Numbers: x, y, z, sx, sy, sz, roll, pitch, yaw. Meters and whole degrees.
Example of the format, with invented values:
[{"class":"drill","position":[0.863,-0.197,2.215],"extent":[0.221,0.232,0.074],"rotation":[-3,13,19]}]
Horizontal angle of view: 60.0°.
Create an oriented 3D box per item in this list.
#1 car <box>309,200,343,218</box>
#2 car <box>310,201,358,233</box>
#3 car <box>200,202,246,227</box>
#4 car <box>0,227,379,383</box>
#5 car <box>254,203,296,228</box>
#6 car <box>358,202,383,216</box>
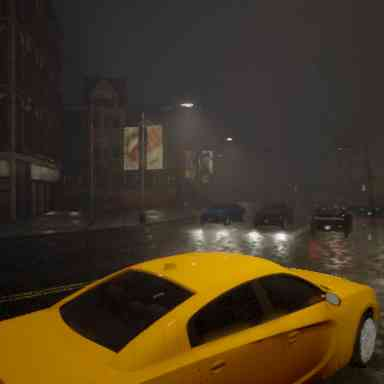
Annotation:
[{"class":"car","position":[12.642,1.530,31.785],"extent":[2.033,1.411,5.357],"rotation":[0,0,11]},{"class":"car","position":[7.669,1.483,18.156],"extent":[2.128,1.511,4.902],"rotation":[0,0,28]},{"class":"car","position":[2.251,1.460,23.097],"extent":[1.882,1.535,5.008],"rotation":[0,0,27]},{"class":"car","position":[0.409,1.475,3.879],"extent":[5.008,1.535,1.882],"rotation":[0,0,-41]},{"class":"car","position":[5.503,1.463,21.776],"extent":[1.882,1.535,5.008],"rotation":[0,0,27]},{"class":"car","position":[16.173,1.586,31.721],"extent":[1.895,1.301,4.718],"rotation":[0,0,11]}]
